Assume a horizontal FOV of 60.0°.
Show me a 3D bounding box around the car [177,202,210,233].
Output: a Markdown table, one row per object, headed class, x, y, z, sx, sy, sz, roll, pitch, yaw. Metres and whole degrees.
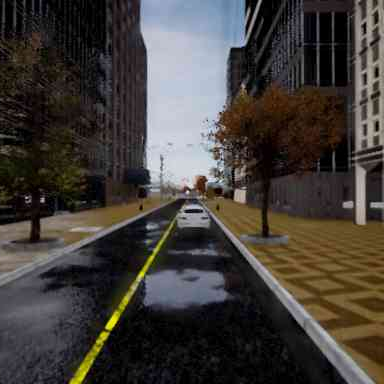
| class | x | y | z | sx | sy | sz | roll | pitch | yaw |
| --- | --- | --- | --- | --- | --- | --- | --- | --- | --- |
| car | 0.102 | 1.534 | 19.757 | 1.812 | 1.442 | 4.674 | 0 | 0 | 0 |
